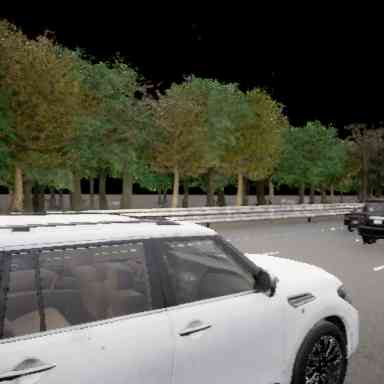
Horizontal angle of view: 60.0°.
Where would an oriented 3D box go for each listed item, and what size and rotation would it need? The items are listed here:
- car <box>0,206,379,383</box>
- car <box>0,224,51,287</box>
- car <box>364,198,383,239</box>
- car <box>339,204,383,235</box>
[{"bbox_3d":[-0.666,1.229,3.273,5.566,2.045,2.150,0,0,-35],"label":"car"},{"bbox_3d":[-6.119,1.599,7.981,4.718,1.301,1.895,0,0,-35],"label":"car"},{"bbox_3d":[9.651,1.306,14.921,5.566,2.045,2.150,0,0,-35],"label":"car"},{"bbox_3d":[11.313,1.587,20.402,5.008,1.535,1.882,0,0,-35],"label":"car"}]
